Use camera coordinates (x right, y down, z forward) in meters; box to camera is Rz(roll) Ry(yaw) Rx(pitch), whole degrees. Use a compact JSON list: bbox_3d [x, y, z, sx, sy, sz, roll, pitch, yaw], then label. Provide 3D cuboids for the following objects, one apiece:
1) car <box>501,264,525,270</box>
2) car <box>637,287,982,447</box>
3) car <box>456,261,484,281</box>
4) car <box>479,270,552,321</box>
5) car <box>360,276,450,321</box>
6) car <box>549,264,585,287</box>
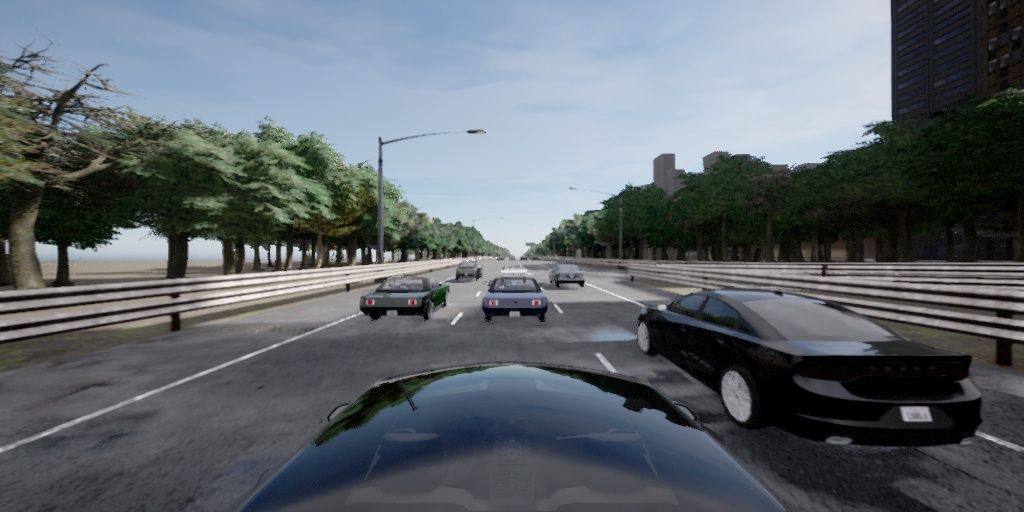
[{"bbox_3d":[0.097,1.285,27.599,1.895,1.301,4.718,0,0,0],"label":"car"},{"bbox_3d":[3.564,1.226,5.625,1.882,1.535,5.008,0,0,0],"label":"car"},{"bbox_3d":[-3.404,1.165,29.258,2.128,1.511,4.902,0,0,0],"label":"car"},{"bbox_3d":[0.091,1.342,12.325,1.895,1.301,4.718,0,0,0],"label":"car"},{"bbox_3d":[-3.408,1.342,12.448,1.895,1.301,4.718,0,0,0],"label":"car"},{"bbox_3d":[3.586,1.250,23.996,2.033,1.411,5.357,0,0,0],"label":"car"}]
